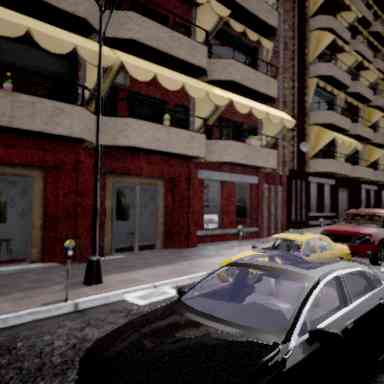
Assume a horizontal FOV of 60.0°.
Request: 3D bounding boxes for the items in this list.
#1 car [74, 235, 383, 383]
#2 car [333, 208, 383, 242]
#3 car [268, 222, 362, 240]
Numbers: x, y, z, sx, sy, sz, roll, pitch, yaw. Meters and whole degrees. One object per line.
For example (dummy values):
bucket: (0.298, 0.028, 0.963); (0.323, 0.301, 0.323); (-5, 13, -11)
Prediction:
car: (1.038, 1.586, 4.031); (4.902, 1.511, 2.128); (1, -2, -43)
car: (6.879, 1.600, 12.953); (5.009, 1.841, 2.192); (1, 0, -43)
car: (2.707, 1.729, 9.063); (4.829, 1.417, 1.752); (1, 0, -43)
